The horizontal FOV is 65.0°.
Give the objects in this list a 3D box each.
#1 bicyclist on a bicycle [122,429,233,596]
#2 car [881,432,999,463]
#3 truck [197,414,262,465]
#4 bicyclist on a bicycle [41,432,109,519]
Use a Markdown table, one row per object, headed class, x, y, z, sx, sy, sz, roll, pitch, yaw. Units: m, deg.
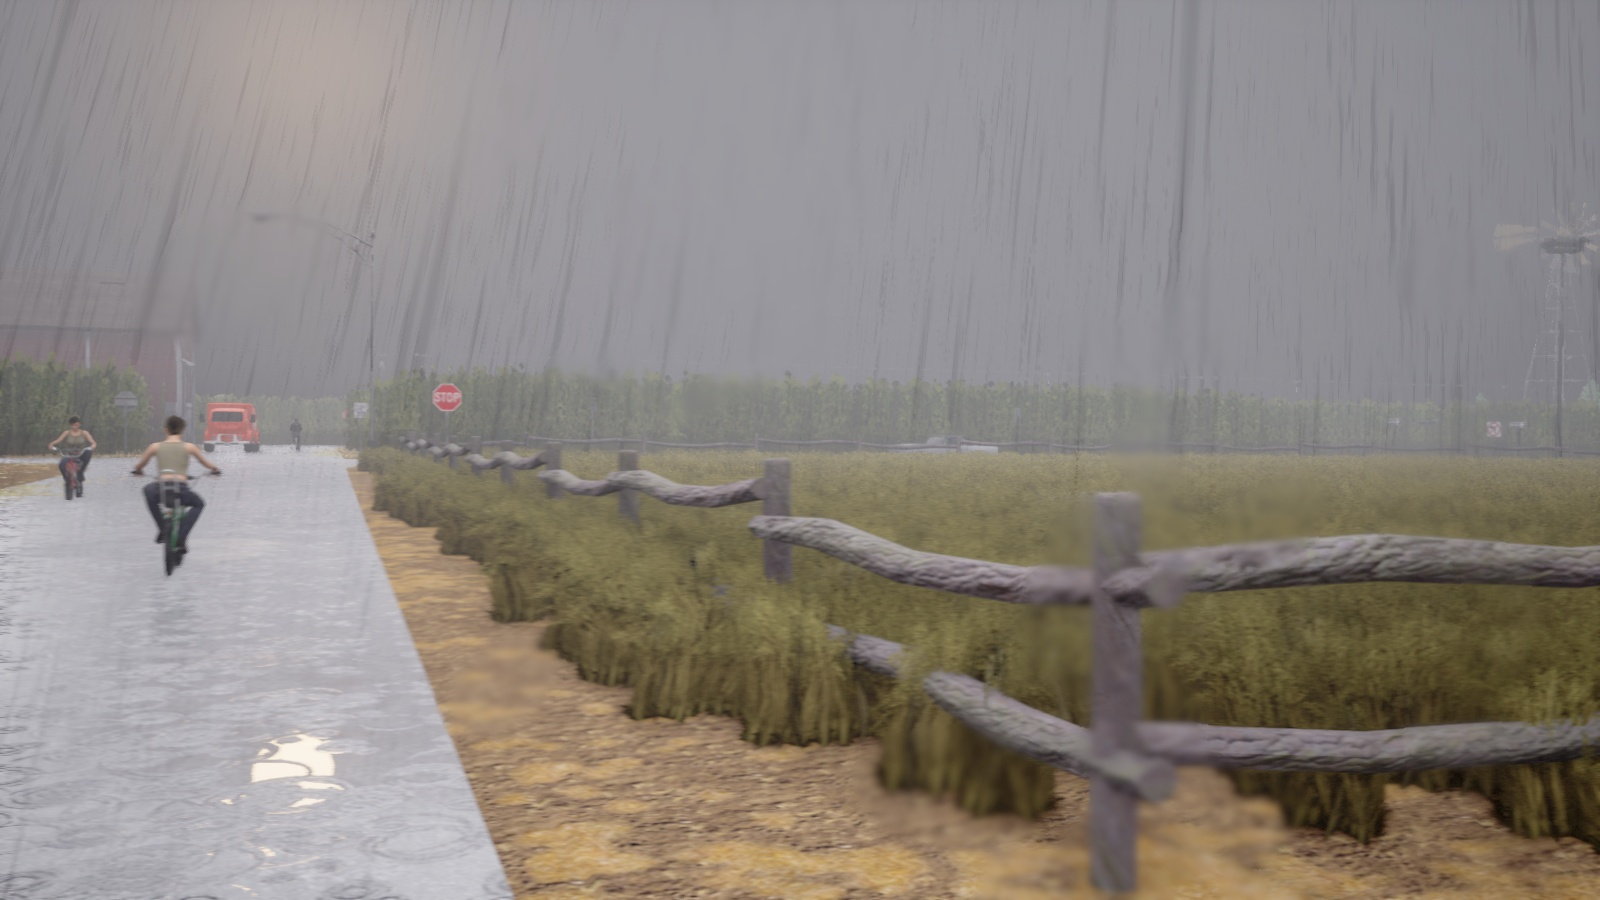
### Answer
| class | x | y | z | sx | sy | sz | roll | pitch | yaw |
| --- | --- | --- | --- | --- | --- | --- | --- | --- | --- |
| bicyclist on a bicycle | -6.409 | 0.592 | 12.997 | 0.866 | 1.612 | 1.509 | -1 | 1 | -21 |
| car | 6.061 | -0.121 | 54.298 | 4.718 | 1.301 | 1.895 | -1 | 1 | -20 |
| truck | -28.877 | -0.510 | 63.743 | 2.627 | 2.467 | 5.204 | -1 | 0 | -21 |
| bicyclist on a bicycle | -13.960 | 0.462 | 24.228 | 0.866 | 1.612 | 1.509 | -1 | 1 | -20 |
